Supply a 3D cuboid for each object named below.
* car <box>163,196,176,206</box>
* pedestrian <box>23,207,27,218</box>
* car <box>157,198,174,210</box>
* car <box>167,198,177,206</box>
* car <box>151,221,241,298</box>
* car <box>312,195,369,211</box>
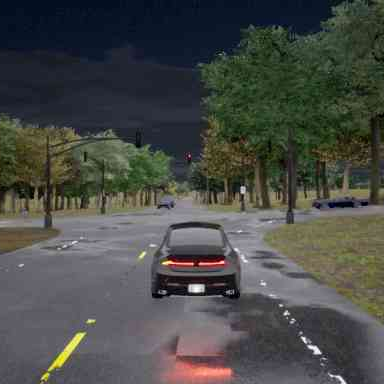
[{"bbox_3d":[-4.410,1.802,60.090,2.150,2.045,5.566,0,-1,-2],"label":"car"},{"bbox_3d":[-18.115,2.203,36.069,0.375,1.300,0.375,0,1,2],"label":"pedestrian"},{"bbox_3d":[-4.204,2.007,50.223,1.895,1.301,4.718,0,-1,-1],"label":"car"},{"bbox_3d":[-4.815,2.393,80.647,2.097,1.767,4.553,0,-2,-1],"label":"car"},{"bbox_3d":[0.083,1.508,8.477,1.837,1.490,4.892,0,0,0],"label":"car"},{"bbox_3d":[13.789,1.012,31.205,4.718,1.301,1.895,-2,-1,5],"label":"car"}]
